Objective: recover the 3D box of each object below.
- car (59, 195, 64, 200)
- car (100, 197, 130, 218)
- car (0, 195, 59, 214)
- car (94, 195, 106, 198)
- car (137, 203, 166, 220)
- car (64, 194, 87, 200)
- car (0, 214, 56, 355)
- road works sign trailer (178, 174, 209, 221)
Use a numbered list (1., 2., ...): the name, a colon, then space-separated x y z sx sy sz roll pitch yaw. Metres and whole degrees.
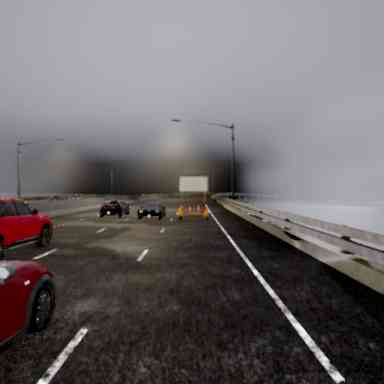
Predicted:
1. car: -23.894 1.365 58.646 1.837 1.490 4.892 0 0 2
2. car: -6.733 1.437 29.364 1.837 1.490 4.892 0 0 1
3. car: -6.870 1.195 11.461 2.150 2.045 5.566 0 0 0
4. car: -16.837 1.356 61.183 1.837 1.490 4.892 0 0 2
5. car: -3.253 1.537 27.628 1.895 1.301 4.718 0 0 1
6. car: -20.378 1.212 59.225 2.097 1.767 4.553 0 0 2
7. car: -3.390 1.343 3.889 2.097 1.767 4.553 0 0 0
8. road works sign trailer: 0.125 0.405 26.156 2.380 3.560 2.880 0 0 1
